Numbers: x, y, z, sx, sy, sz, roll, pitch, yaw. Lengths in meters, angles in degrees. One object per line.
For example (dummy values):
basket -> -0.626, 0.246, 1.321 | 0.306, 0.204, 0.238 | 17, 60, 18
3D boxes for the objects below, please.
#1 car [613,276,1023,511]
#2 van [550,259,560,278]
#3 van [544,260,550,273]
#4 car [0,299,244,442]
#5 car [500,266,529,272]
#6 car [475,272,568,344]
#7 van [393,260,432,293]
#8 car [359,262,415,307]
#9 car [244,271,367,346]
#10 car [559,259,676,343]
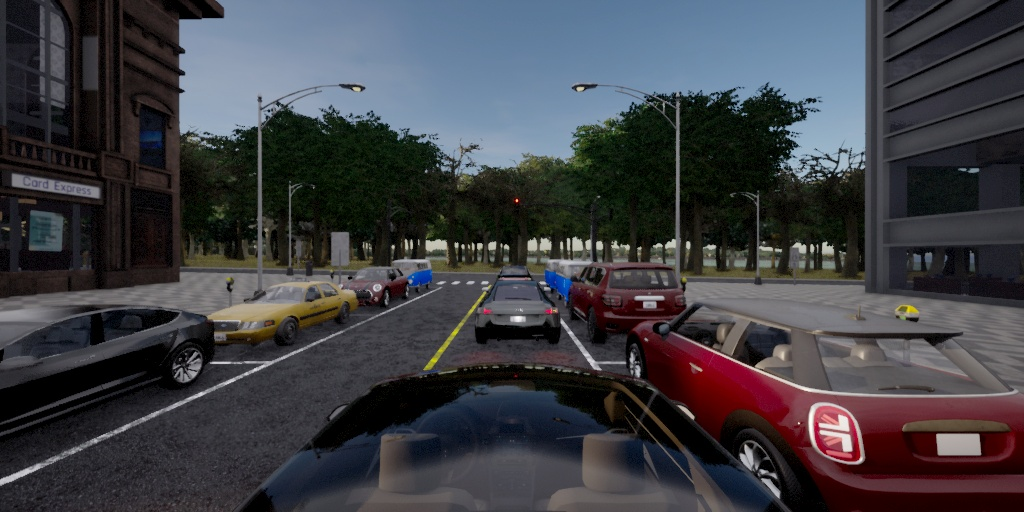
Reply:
car -> 2.766, 1.189, 4.157 | 1.967, 1.591, 4.097 | 0, 0, 0
van -> 2.787, 1.090, 15.033 | 1.690, 1.789, 3.998 | 0, 0, 0
van -> 2.797, 1.090, 20.470 | 1.690, 1.789, 3.998 | 0, 0, 0
car -> -5.759, 1.315, 4.174 | 1.948, 1.339, 4.313 | 0, 0, 0
car -> 0.132, 1.241, 18.525 | 2.128, 1.511, 4.902 | 0, 0, 0
car -> 0.119, 1.313, 9.643 | 1.994, 1.385, 4.181 | 0, 0, 0
van -> -5.728, 1.090, 20.486 | 1.690, 1.789, 3.998 | 0, 0, 0
car -> -5.739, 1.189, 15.049 | 1.967, 1.591, 4.097 | 0, 0, 0
car -> -5.749, 1.275, 9.441 | 1.751, 1.417, 4.829 | 0, 0, 0
car -> 2.777, 1.064, 9.595 | 2.192, 1.841, 5.009 | 0, 0, 0
